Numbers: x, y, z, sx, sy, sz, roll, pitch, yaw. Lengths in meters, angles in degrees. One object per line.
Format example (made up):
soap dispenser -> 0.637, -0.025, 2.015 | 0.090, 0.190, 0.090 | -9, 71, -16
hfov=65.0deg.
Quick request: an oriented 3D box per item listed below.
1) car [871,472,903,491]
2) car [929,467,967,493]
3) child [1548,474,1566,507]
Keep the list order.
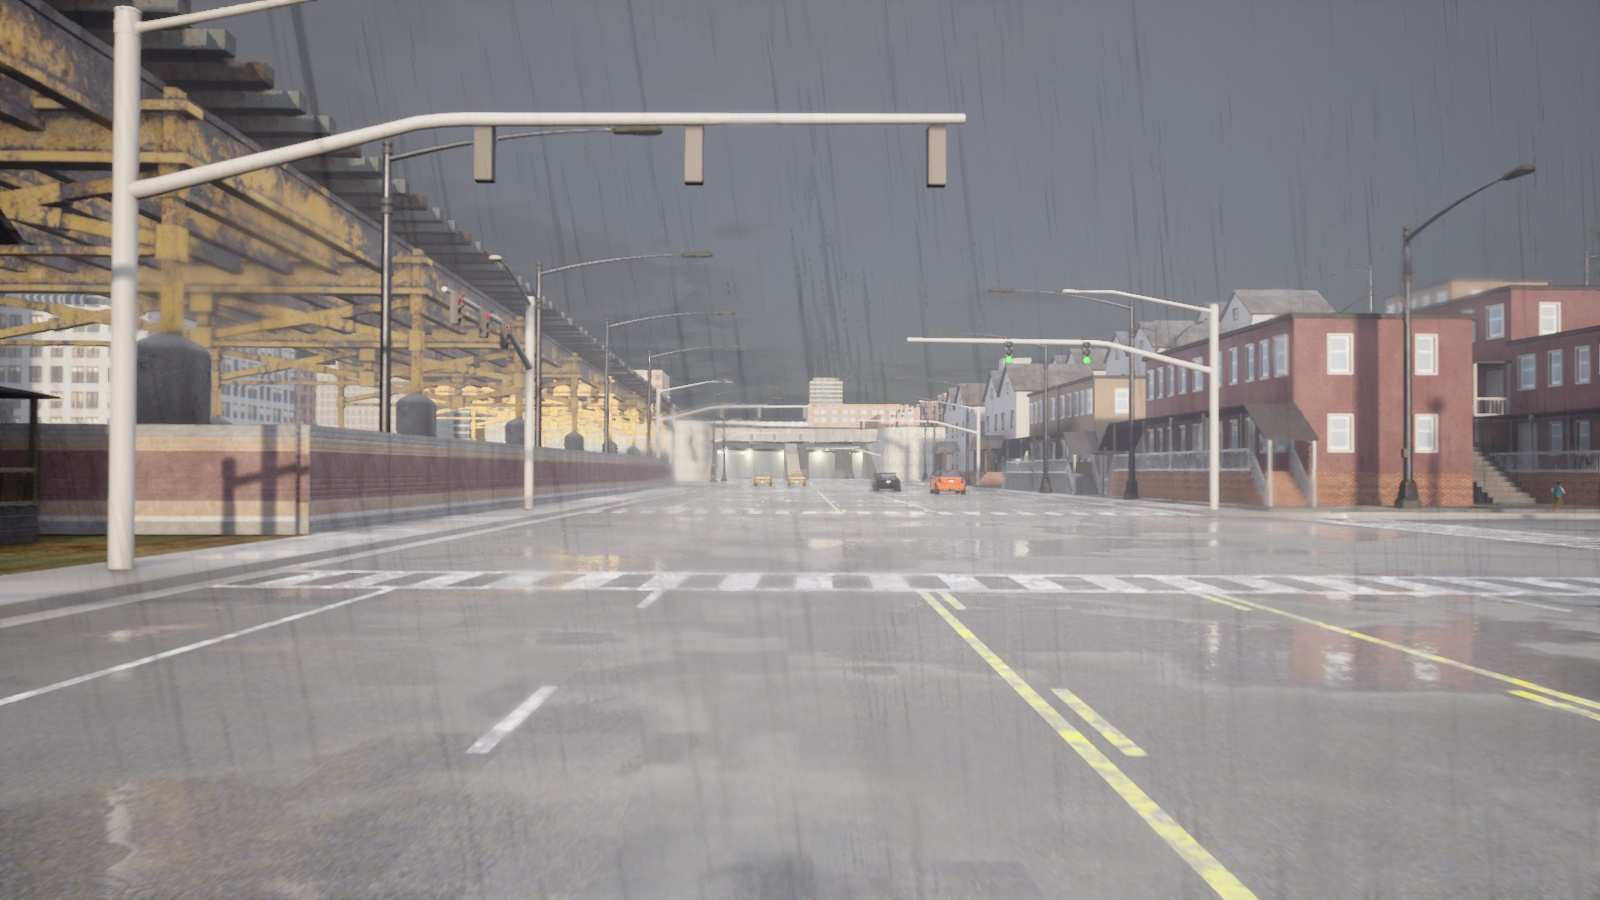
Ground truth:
car -> 6.779, 2.434, 98.354 | 2.163, 1.488, 4.792 | 0, -1, 0
car -> 10.302, 2.103, 87.877 | 2.097, 1.767, 4.553 | 0, -1, 0
child -> 27.409, 1.450, 45.465 | 0.448, 1.192, 0.343 | 0, -1, -4
